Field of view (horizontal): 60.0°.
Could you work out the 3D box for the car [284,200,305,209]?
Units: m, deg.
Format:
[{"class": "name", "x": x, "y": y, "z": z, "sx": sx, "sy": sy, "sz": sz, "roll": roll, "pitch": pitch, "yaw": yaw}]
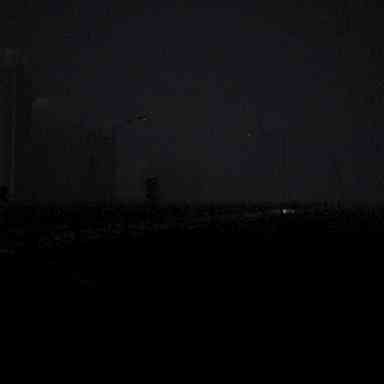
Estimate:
[{"class": "car", "x": 15.116, "y": 1.846, "z": 49.260, "sx": 1.895, "sy": 1.301, "sz": 4.718, "roll": 2, "pitch": 1, "yaw": 36}]
